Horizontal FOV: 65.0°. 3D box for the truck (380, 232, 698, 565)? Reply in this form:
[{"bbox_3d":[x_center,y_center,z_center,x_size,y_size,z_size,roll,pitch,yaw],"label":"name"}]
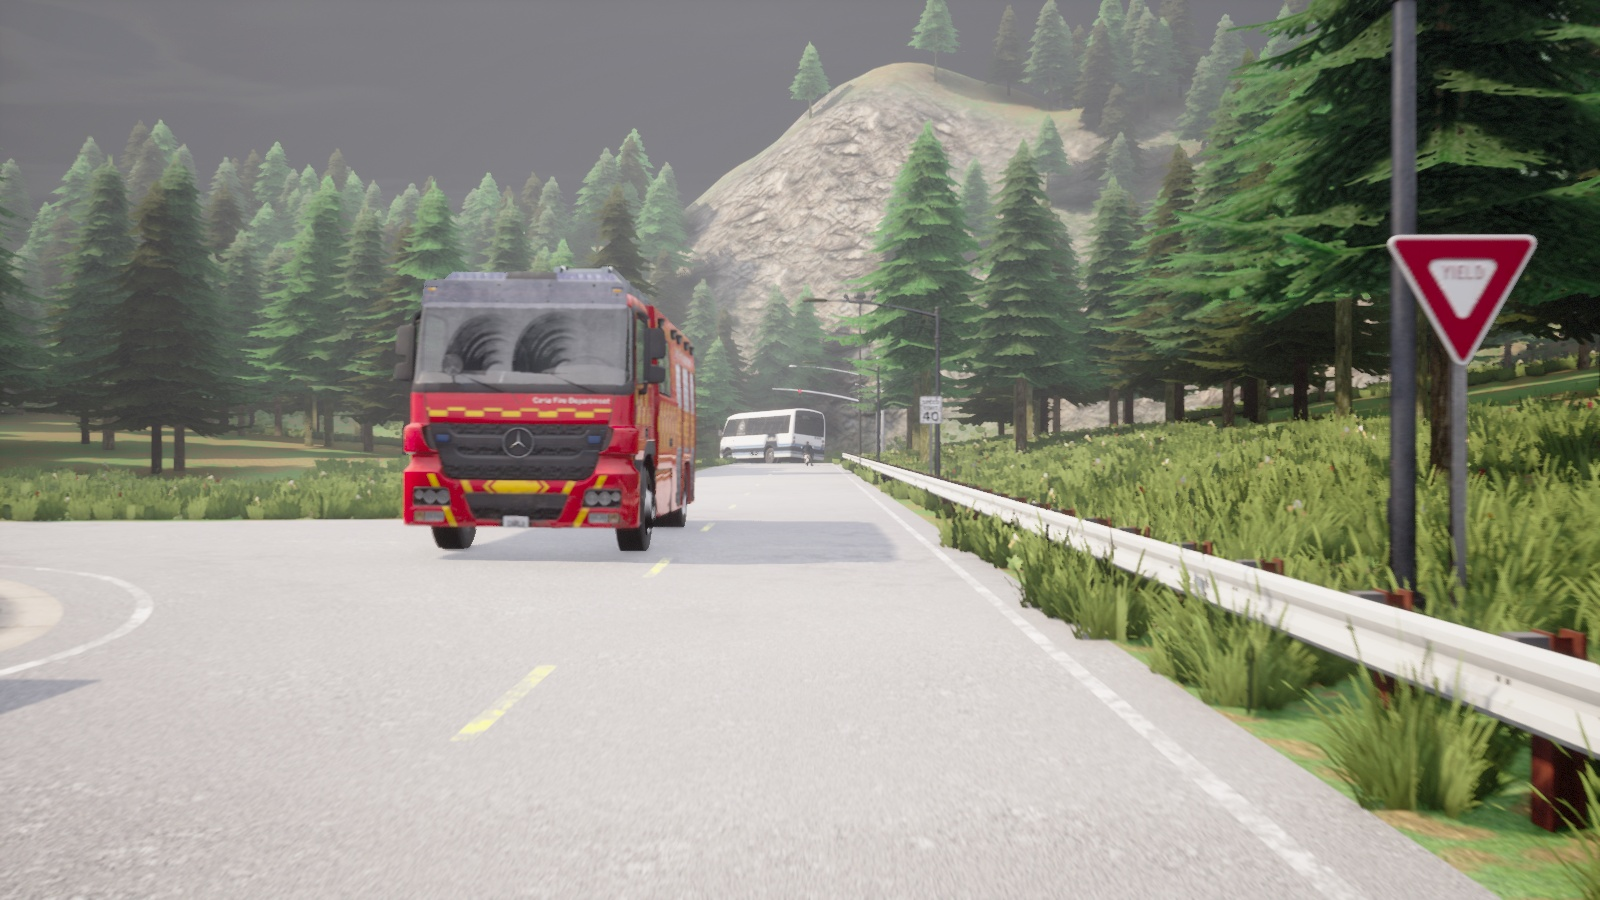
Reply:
[{"bbox_3d":[-3.372,-0.583,18.797,2.891,3.827,8.468,1,0,0],"label":"truck"}]

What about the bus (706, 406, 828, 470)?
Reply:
[{"bbox_3d":[-2.691,-0.809,97.221,3.944,4.253,10.273,7,-6,-36],"label":"bus"}]
